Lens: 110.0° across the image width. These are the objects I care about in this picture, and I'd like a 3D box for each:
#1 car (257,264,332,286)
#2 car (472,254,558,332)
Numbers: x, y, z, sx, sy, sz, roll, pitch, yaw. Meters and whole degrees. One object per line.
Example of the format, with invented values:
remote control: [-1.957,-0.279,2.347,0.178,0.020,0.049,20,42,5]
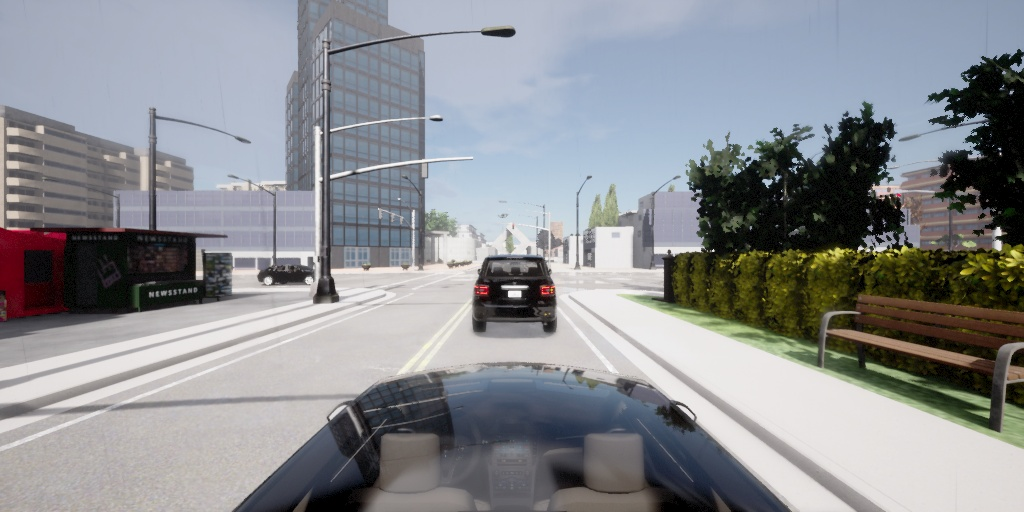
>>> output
car: [-15.716,1.353,26.066,4.892,1.490,1.837,-1,0,0]
car: [0.080,0.971,10.953,2.150,2.045,5.566,0,0,0]
